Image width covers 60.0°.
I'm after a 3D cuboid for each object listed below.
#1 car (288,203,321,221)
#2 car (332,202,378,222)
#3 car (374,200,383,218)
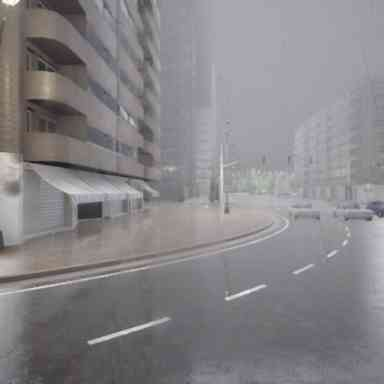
[{"bbox_3d":[9.020,1.553,26.924,1.895,1.301,4.718,0,0,9],"label":"car"},{"bbox_3d":[12.340,1.549,25.757,1.895,1.301,4.718,0,0,10],"label":"car"},{"bbox_3d":[16.849,1.461,29.438,1.812,1.442,4.674,0,0,3],"label":"car"}]
